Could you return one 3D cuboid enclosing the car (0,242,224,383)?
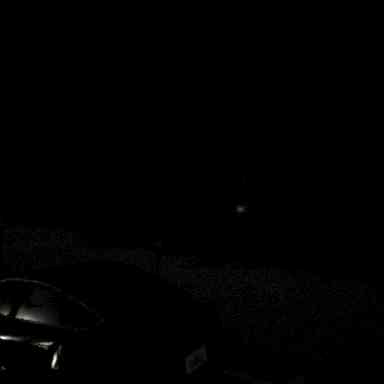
[{"bbox_3d":[-1.654,1.576,4.259,4.313,1.339,1.947,0,0,35],"label":"car"}]
